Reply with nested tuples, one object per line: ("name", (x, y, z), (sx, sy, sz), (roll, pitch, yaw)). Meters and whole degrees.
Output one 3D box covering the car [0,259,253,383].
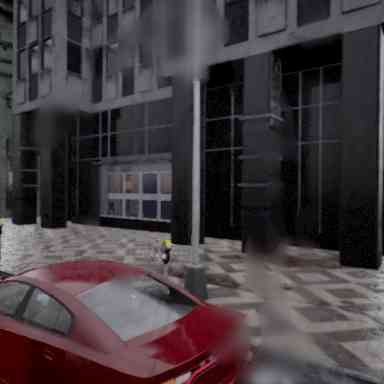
("car", (-1.509, 1.521, 4.034), (4.507, 1.381, 1.887), (0, 0, 35))
